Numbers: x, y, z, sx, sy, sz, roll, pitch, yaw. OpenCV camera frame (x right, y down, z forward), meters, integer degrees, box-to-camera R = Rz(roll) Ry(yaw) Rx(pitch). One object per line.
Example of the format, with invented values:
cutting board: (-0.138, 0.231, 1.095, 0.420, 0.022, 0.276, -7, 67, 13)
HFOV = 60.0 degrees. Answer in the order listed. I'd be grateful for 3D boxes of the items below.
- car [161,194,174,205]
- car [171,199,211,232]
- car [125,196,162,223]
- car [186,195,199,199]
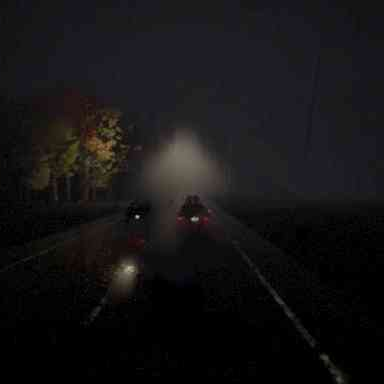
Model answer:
car: (-3.417, 1.030, 43.654, 1.812, 1.442, 4.674, 0, 1, 0)
car: (0.088, 1.340, 18.524, 2.033, 1.411, 5.357, 0, 1, 0)
car: (-3.409, 1.246, 23.176, 1.837, 1.490, 4.892, 0, 1, 0)
car: (0.087, 1.100, 39.529, 2.033, 1.411, 5.357, 0, 1, 0)
